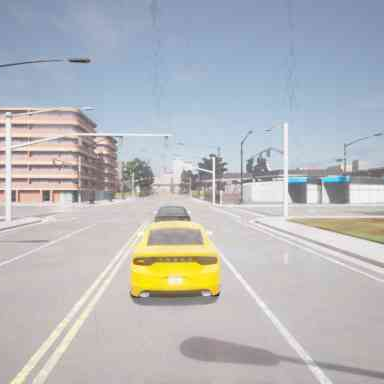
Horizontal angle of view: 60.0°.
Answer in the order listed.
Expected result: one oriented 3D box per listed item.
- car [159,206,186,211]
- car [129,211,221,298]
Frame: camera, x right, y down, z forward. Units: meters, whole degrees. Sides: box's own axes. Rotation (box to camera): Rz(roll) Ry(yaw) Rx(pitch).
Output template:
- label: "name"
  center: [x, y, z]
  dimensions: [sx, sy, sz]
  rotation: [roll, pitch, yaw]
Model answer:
- label: "car"
  center: [-1.068, 1.478, 18.154]
  dimensions: [1.882, 1.535, 5.008]
  rotation: [0, 0, -4]
- label: "car"
  center: [-0.437, 1.478, 8.594]
  dimensions: [1.882, 1.535, 5.008]
  rotation: [0, 0, -3]
